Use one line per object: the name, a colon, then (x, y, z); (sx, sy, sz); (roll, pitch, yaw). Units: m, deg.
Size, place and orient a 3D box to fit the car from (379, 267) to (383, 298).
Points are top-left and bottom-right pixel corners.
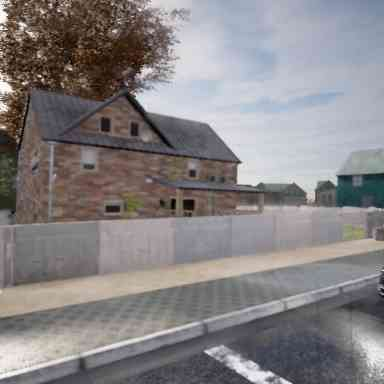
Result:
car: (6.063, 1.639, 7.453); (4.892, 1.490, 1.837); (1, -1, -36)
